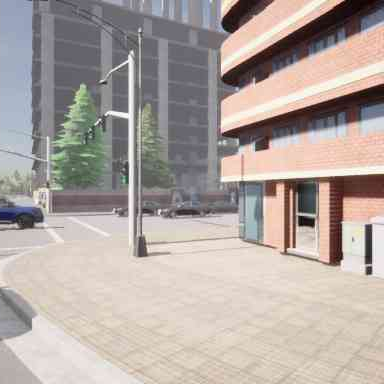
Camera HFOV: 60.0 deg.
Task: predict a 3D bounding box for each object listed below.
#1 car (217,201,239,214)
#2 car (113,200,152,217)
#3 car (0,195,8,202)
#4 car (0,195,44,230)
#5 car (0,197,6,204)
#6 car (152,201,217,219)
[{"bbox_3d":[2.998,1.619,35.541,4.181,1.385,1.994,0,0,-27],"label":"car"},{"bbox_3d":[-4.962,1.547,31.531,4.902,1.511,2.128,0,0,-27],"label":"car"},{"bbox_3d":[-42.553,1.500,74.788,1.837,1.490,4.892,0,0,-27],"label":"car"},{"bbox_3d":[-11.930,1.249,19.971,5.566,2.045,2.150,0,0,-27],"label":"car"},{"bbox_3d":[-38.018,1.595,65.938,1.895,1.301,4.718,0,0,-27],"label":"car"},{"bbox_3d":[-0.654,1.547,29.781,4.902,1.511,2.128,0,0,-27],"label":"car"}]
